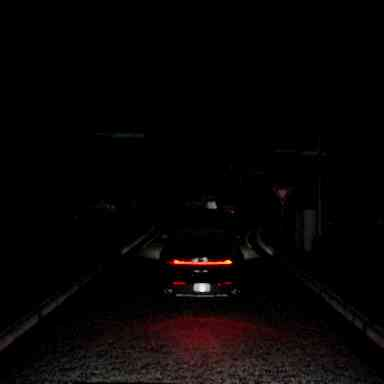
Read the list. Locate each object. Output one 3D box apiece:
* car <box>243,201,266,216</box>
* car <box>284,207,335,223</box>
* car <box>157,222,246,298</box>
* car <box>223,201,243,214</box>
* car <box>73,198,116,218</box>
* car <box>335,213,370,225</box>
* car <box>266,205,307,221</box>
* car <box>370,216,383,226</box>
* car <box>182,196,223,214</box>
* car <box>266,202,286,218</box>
[{"bbox_3d":[6.738,2.088,43.130,2.185,1.767,4.553,6,-2,-32],"label":"car"},{"bbox_3d":[13.855,2.868,39.266,4.718,1.301,1.895,5,-1,-11],"label":"car"},{"bbox_3d":[0.230,1.520,8.495,1.837,1.490,4.892,0,-1,1],"label":"car"},{"bbox_3d":[3.777,1.849,42.560,2.185,1.767,4.553,4,-2,-32],"label":"car"},{"bbox_3d":[-10.805,1.734,35.454,5.566,2.045,2.150,-2,-1,19],"label":"car"},{"bbox_3d":[21.477,3.638,46.129,2.002,1.452,4.674,6,-2,-31],"label":"car"},{"bbox_3d":[12.538,2.764,44.532,1.946,1.575,5.366,6,-2,-31],"label":"car"},{"bbox_3d":[24.435,3.915,46.715,2.002,1.452,4.674,7,-3,-31],"label":"car"},{"bbox_3d":[0.911,1.570,41.900,2.435,2.045,5.566,1,-1,-31],"label":"car"},{"bbox_3d":[9.722,2.242,43.759,2.435,2.045,5.566,7,-3,-32],"label":"car"}]
